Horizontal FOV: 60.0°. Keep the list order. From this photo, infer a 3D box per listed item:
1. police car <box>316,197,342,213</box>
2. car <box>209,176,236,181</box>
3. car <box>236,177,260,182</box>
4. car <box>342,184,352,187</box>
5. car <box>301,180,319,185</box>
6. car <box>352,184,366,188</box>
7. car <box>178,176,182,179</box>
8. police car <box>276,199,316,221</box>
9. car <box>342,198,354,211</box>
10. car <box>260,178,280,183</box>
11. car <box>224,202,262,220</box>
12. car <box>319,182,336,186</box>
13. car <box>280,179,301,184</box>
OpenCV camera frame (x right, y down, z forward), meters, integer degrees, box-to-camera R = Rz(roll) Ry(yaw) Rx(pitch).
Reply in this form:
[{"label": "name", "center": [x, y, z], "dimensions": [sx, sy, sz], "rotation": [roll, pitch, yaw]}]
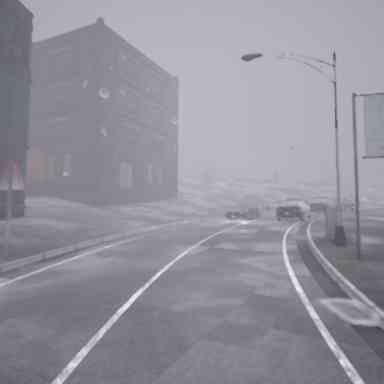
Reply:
[{"label": "police car", "center": [13.303, 1.350, 33.984], "dimensions": [1.930, 1.638, 5.238], "rotation": [-3, -2, 38]}, {"label": "car", "center": [5.954, -2.577, 68.690], "dimensions": [4.892, 1.521, 2.231], "rotation": [1, -4, -21]}, {"label": "car", "center": [11.101, -2.442, 70.680], "dimensions": [4.892, 1.521, 2.231], "rotation": [2, -4, -21]}, {"label": "car", "center": [36.399, -1.493, 82.300], "dimensions": [4.674, 1.452, 2.002], "rotation": [2, -5, -27]}, {"label": "car", "center": [26.343, -2.051, 77.291], "dimensions": [4.553, 1.767, 2.185], "rotation": [2, -5, -25]}, {"label": "car", "center": [41.169, -1.330, 84.872], "dimensions": [4.892, 1.521, 2.231], "rotation": [2, -5, -28]}, {"label": "car", "center": [-4.255, -2.945, 64.768], "dimensions": [4.553, 1.767, 2.185], "rotation": [1, -4, -21]}, {"label": "police car", "center": [8.026, 1.329, 26.029], "dimensions": [1.930, 1.638, 5.238], "rotation": [-2, -1, 29]}, {"label": "car", "center": [17.005, 1.445, 38.209], "dimensions": [1.837, 1.490, 4.892], "rotation": [-4, -3, 44]}, {"label": "car", "center": [16.236, -2.241, 72.772], "dimensions": [4.674, 1.452, 2.002], "rotation": [2, -5, -22]}, {"label": "car", "center": [4.590, 1.604, 29.092], "dimensions": [2.033, 1.411, 5.357], "rotation": [-2, -1, 29]}, {"label": "car", "center": [31.488, -1.700, 79.789], "dimensions": [4.792, 1.488, 2.163], "rotation": [2, -5, -26]}, {"label": "car", "center": [21.324, -2.107, 74.980], "dimensions": [5.008, 1.535, 2.097], "rotation": [2, -5, -23]}]
